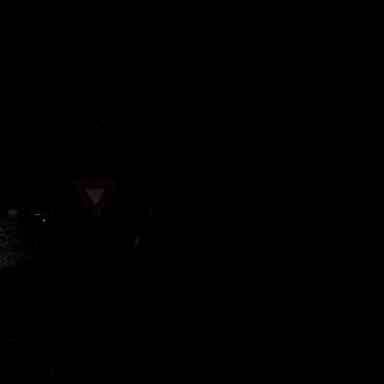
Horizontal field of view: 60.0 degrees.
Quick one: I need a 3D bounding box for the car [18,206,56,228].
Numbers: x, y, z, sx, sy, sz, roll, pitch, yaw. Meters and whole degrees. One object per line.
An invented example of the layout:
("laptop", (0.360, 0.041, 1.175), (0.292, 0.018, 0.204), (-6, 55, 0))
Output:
("car", (-11.773, 1.805, 25.181), (2.128, 1.511, 4.902), (0, 0, -37))
